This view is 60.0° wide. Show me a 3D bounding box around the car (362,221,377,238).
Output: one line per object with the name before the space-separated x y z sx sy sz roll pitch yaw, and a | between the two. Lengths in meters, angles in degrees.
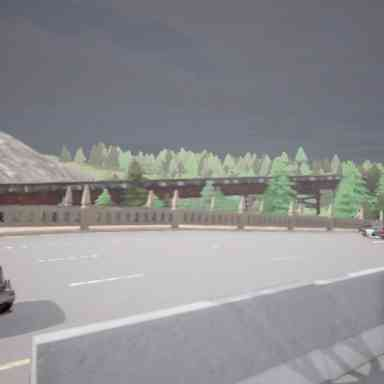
car | 16.541 3.270 28.639 4.902 1.511 2.128 6 -3 -35

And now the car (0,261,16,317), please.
car | -5.412 1.548 4.425 5.357 1.411 2.033 0 0 -35

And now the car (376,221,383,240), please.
car | 15.966 2.749 23.937 5.566 2.045 2.150 6 -3 -35
